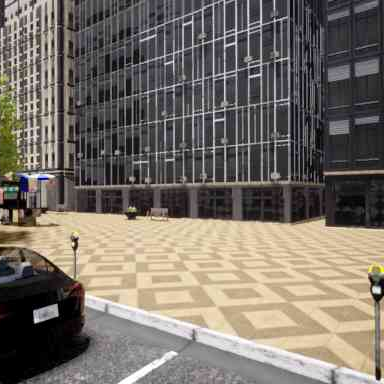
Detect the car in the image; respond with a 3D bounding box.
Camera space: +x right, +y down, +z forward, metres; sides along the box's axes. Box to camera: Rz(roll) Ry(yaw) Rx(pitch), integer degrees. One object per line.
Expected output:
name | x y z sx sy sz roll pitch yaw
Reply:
car | -3.531 1.567 5.405 4.313 1.339 1.947 0 0 36
